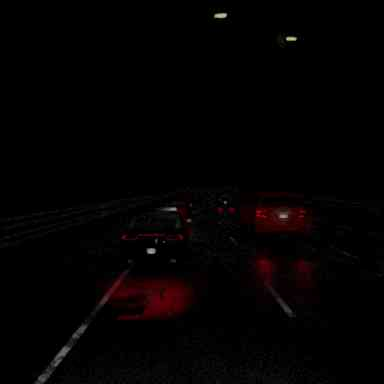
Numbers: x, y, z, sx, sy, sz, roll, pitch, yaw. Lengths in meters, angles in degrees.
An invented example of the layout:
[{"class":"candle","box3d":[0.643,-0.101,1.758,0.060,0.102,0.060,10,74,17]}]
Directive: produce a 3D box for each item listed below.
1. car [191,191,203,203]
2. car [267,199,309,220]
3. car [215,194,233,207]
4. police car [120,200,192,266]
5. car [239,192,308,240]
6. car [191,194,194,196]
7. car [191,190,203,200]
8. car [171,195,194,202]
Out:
[{"class":"car","box3d":[0.575,0.913,49.037,1.994,1.385,4.181,0,1,3]},{"class":"car","box3d":[7.157,1.264,25.430,1.895,1.301,4.718,0,1,1]},{"class":"car","box3d":[3.910,0.987,40.673,1.812,1.442,4.674,0,1,1]},{"class":"police car","box3d":[-1.049,1.276,11.131,1.930,1.638,5.238,0,1,0]},{"class":"car","box3d":[3.608,1.011,15.757,2.150,2.045,5.566,0,1,0]},{"class":"car","box3d":[-0.965,1.166,27.019,1.812,1.442,4.674,0,1,1]},{"class":"car","box3d":[0.943,0.543,60.956,2.097,1.767,4.553,0,1,2]},{"class":"car","box3d":[-1.021,1.197,21.020,1.882,1.535,5.008,0,1,0]}]
